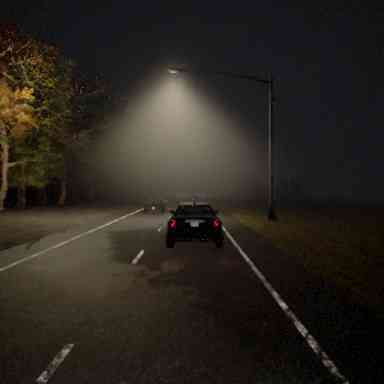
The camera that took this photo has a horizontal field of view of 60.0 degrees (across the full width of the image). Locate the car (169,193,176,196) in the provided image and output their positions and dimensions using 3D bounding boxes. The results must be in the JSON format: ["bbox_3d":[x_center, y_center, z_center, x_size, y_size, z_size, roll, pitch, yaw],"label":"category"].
[{"bbox_3d":[-3.404,0.891,54.681,2.033,1.411,5.357,0,1,0],"label":"car"}]

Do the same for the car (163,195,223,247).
[{"bbox_3d":[0.100,1.183,14.237,2.097,1.767,4.553,0,1,0],"label":"car"}]

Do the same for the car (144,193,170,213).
[{"bbox_3d":[-3.401,1.127,31.668,1.837,1.490,4.892,0,0,0],"label":"car"}]
